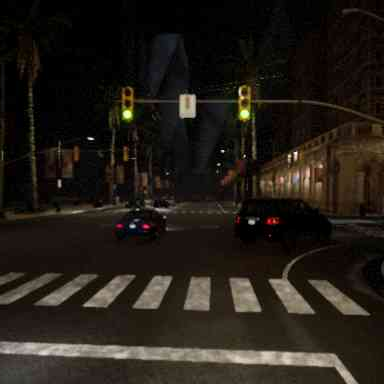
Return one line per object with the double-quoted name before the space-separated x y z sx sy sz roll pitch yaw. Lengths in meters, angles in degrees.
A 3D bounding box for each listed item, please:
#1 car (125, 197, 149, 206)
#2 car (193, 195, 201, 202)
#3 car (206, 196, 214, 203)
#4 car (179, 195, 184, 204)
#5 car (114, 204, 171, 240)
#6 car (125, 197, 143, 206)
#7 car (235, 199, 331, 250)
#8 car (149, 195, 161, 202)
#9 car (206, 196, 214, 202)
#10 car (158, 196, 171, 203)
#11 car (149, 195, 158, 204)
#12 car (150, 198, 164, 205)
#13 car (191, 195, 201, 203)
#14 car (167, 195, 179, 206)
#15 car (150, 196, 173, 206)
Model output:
"car" -8.013 1.461 47.415 2.097 1.767 4.553 0 0 3
"car" 1.292 1.685 89.062 2.097 1.767 4.553 0 0 3
"car" 4.326 1.911 78.707 1.895 1.301 4.718 0 0 3
"car" -3.336 1.762 67.043 2.033 1.411 5.357 0 0 3
"car" -2.499 1.590 17.281 2.033 1.411 5.357 0 0 3
"car" -10.431 1.648 59.993 2.161 1.482 4.786 0 0 3
"car" 4.234 1.309 15.046 2.150 2.045 5.566 -1 -1 44
"car" -9.139 1.577 81.887 2.185 1.767 4.553 0 0 3
"car" 4.785 1.896 88.877 2.033 1.411 5.357 0 0 3
"car" -6.293 1.746 76.514 2.128 1.511 4.902 0 0 4
"car" -7.463 1.670 56.168 1.812 1.442 4.674 0 0 4
"car" -6.896 1.785 66.086 1.895 1.301 4.718 0 0 3
"car" 0.839 1.645 79.000 2.097 1.767 4.553 0 0 3
"car" -3.899 1.701 57.166 1.812 1.442 4.674 0 0 4
"car" -4.437 1.704 48.589 1.994 1.385 4.181 0 0 4
